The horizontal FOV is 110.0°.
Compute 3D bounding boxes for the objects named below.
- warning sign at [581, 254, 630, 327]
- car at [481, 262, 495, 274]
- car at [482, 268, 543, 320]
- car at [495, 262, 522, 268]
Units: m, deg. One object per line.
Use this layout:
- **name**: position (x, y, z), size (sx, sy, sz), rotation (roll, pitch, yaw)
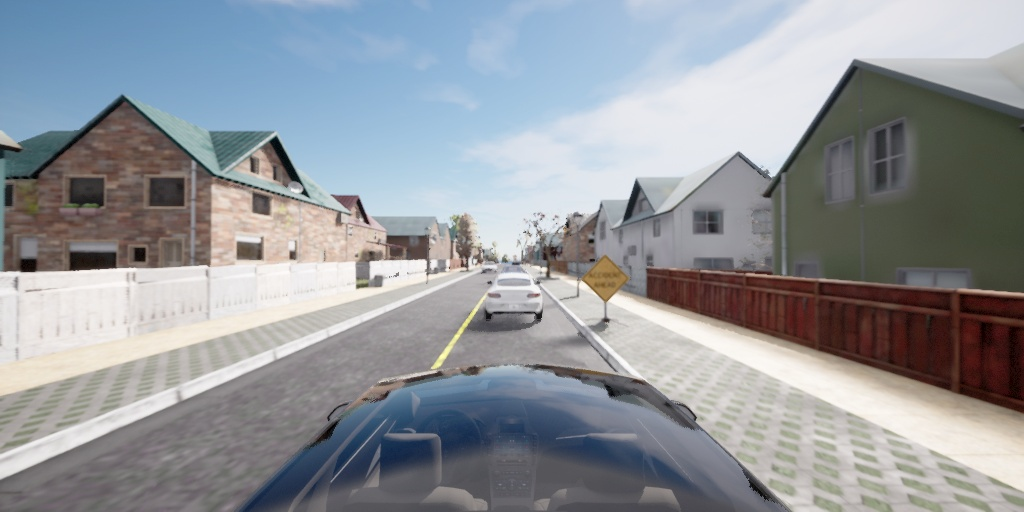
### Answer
- **warning sign**: position (2.517, 0.887, 9.639), size (1.300, 1.860, 1.060), rotation (0, 0, 0)
- **car**: position (-2.841, 1.458, 45.494), size (1.812, 1.442, 4.674), rotation (0, 0, 0)
- **car**: position (0.071, 1.309, 12.725), size (1.812, 1.442, 4.674), rotation (0, 0, 0)
- **car**: position (0.064, 1.384, 26.193), size (2.033, 1.411, 5.357), rotation (0, 0, 0)
